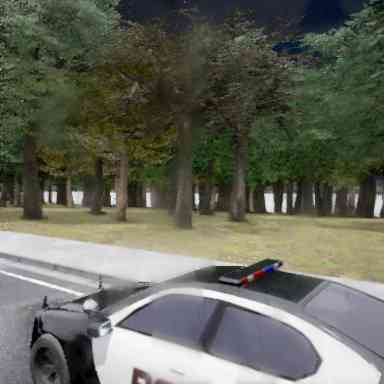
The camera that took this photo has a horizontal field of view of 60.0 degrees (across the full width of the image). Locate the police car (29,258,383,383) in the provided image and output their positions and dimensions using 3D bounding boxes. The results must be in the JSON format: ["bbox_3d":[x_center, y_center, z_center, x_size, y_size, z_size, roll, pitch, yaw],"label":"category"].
[{"bbox_3d":[0.268,1.504,3.371,4.974,1.542,2.038,0,0,35],"label":"police car"}]
